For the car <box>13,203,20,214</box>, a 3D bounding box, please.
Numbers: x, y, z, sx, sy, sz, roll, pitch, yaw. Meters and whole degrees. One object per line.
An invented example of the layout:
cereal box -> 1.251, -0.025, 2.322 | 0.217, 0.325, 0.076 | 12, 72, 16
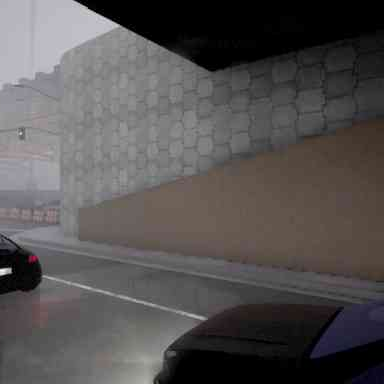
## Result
car -> -15.799, 1.453, 32.400 | 2.038, 1.542, 4.974 | 0, 0, -9

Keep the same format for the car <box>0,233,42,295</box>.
car -> -5.394, 1.564, 7.809 | 4.181, 1.385, 1.994 | 0, 0, 36

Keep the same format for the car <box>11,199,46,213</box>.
car -> -15.808, 1.295, 32.451 | 1.853, 1.218, 4.536 | 0, 0, -9

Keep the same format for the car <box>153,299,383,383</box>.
car -> 2.245, 1.547, 2.387 | 5.357, 1.411, 2.033 | 0, 0, 36

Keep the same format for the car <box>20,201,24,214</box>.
car -> -12.110, 1.453, 29.638 | 4.974, 1.542, 2.038 | 0, 0, 1

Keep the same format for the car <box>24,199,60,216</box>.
car -> -12.058, 1.295, 29.638 | 4.536, 1.218, 1.853 | 0, 0, 1
